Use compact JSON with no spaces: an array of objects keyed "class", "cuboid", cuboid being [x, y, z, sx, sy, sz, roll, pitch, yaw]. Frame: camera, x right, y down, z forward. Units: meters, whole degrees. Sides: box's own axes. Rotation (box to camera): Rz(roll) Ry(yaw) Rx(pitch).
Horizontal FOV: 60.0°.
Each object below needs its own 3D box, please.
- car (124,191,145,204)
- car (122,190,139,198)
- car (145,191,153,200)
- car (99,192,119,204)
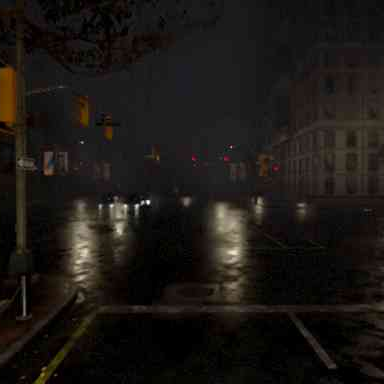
[{"class":"car","cuboid":[-8.072,0.841,45.786,1.837,1.490,4.892,0,1,0]},{"class":"car","cuboid":[-11.469,0.291,62.307,2.033,1.411,5.357,0,1,0]},{"class":"car","cuboid":[-7.964,0.644,58.582,2.128,1.511,4.902,0,1,0]},{"class":"car","cuboid":[-11.562,0.829,46.569,1.837,1.490,4.892,0,1,0]}]
